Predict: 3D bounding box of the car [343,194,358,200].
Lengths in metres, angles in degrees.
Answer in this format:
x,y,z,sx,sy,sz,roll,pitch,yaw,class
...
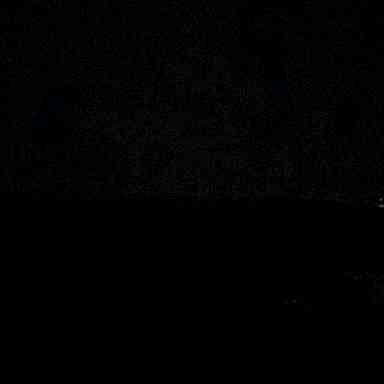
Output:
x,y,z,sx,sy,sz,roll,pitch,yaw,class
38.309,1.197,80.018,1.837,1.490,4.892,1,1,-4,car

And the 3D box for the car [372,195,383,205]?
x,y,z,sx,sy,sz,roll,pitch,yaw,class
33.213,1.321,58.194,2.097,1.767,4.553,1,1,11,car
